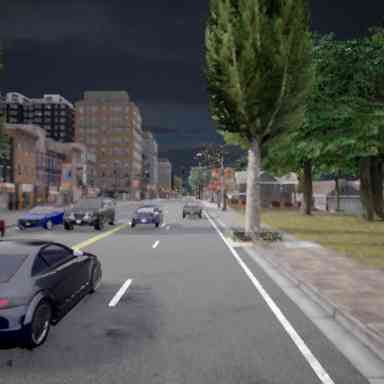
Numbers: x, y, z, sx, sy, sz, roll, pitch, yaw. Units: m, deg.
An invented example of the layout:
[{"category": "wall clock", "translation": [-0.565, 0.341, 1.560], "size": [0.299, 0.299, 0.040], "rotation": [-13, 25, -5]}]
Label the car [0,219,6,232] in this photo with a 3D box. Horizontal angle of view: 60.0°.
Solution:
[{"category": "car", "translation": [-9.748, 1.608, 13.713], "size": [1.882, 1.535, 5.008], "rotation": [0, 0, 0]}]

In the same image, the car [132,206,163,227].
[{"category": "car", "translation": [-3.147, 1.703, 23.930], "size": [1.812, 1.442, 4.674], "rotation": [0, -1, 0]}]

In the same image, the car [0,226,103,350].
[{"category": "car", "translation": [-3.150, 1.607, 6.301], "size": [1.994, 1.385, 4.181], "rotation": [0, 0, 0]}]

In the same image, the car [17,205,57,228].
[{"category": "car", "translation": [-9.835, 1.643, 22.471], "size": [1.882, 1.535, 5.008], "rotation": [0, 0, 0]}]

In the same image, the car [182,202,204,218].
[{"category": "car", "translation": [0.016, 1.756, 33.181], "size": [2.128, 1.511, 4.902], "rotation": [0, 0, 0]}]

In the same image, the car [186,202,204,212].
[{"category": "car", "translation": [0.465, 1.992, 44.879], "size": [1.895, 1.301, 4.718], "rotation": [0, -1, 7]}]

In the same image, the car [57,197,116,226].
[{"category": "car", "translation": [-6.589, 1.383, 22.108], "size": [2.150, 2.045, 5.566], "rotation": [0, -1, 0]}]
